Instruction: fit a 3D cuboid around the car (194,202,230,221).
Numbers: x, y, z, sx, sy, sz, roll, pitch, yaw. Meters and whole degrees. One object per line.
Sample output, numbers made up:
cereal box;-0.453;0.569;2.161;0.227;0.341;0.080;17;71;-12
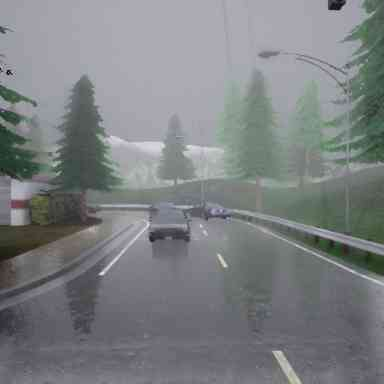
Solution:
car;1.259;1.525;27.314;2.033;1.411;5.357;0;0;-21

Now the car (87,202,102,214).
car;-11.604;1.477;33.639;4.892;1.490;1.837;0;0;5

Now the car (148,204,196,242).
car;-1.034;1.529;16.492;2.033;1.411;5.357;0;0;-2

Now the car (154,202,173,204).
car;-2.265;1.522;27.010;2.033;1.411;5.357;0;0;-19
